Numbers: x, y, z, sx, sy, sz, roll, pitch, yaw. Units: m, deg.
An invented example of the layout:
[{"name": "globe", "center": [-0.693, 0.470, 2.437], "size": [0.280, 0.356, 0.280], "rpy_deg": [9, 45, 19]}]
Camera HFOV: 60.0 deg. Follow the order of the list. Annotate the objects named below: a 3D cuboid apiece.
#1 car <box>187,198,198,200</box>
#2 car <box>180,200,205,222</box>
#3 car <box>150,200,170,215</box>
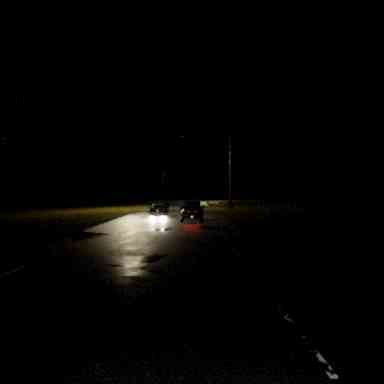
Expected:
[{"name": "car", "center": [0.046, 1.564, 44.630], "size": [2.097, 1.767, 4.553], "rpy_deg": [0, 0, 0]}, {"name": "car", "center": [0.030, 1.701, 28.751], "size": [1.837, 1.490, 4.892], "rpy_deg": [0, 0, 1]}, {"name": "car", "center": [-3.556, 1.701, 36.956], "size": [2.128, 1.511, 4.902], "rpy_deg": [0, 0, 1]}]
